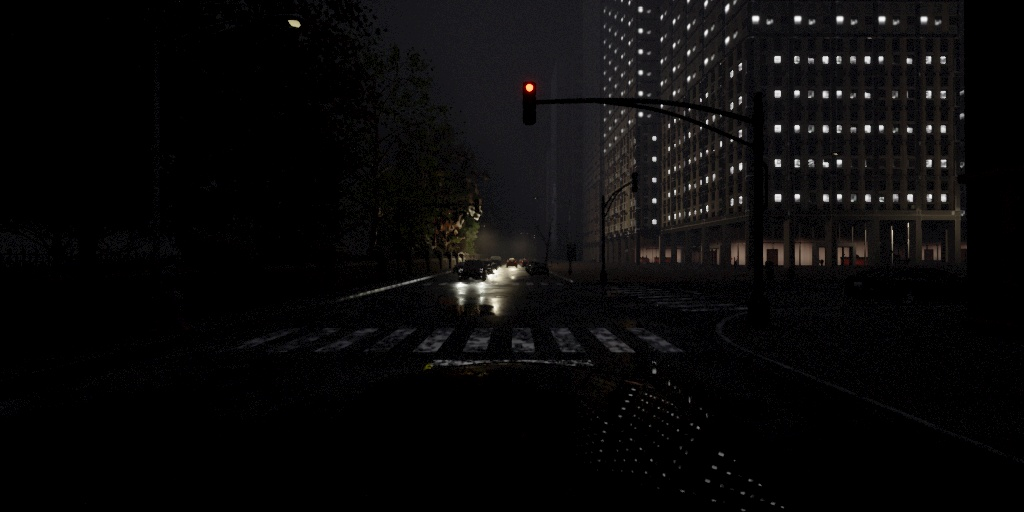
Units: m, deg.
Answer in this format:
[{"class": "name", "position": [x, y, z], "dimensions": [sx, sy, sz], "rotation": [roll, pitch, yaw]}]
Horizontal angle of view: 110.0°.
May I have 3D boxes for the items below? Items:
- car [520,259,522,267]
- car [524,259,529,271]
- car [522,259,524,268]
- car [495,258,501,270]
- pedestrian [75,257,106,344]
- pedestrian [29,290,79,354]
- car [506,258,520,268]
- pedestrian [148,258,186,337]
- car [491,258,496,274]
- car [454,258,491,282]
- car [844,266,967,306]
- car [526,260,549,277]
[{"class": "car", "position": [2.673, 1.337, 63.804], "dimensions": [1.888, 1.381, 4.507], "rotation": [0, 0, 0]}, {"class": "car", "position": [2.678, 1.334, 41.274], "dimensions": [1.948, 1.339, 4.313], "rotation": [0, 0, 0]}, {"class": "car", "position": [2.676, 1.339, 46.907], "dimensions": [1.948, 1.339, 4.313], "rotation": [0, 0, 0]}, {"class": "car", "position": [-3.103, 1.342, 51.828], "dimensions": [1.994, 1.385, 4.181], "rotation": [0, 0, 0]}, {"class": "pedestrian", "position": [-8.867, 0.892, 7.492], "dimensions": [0.375, 1.860, 0.375], "rotation": [0, 0, 0]}, {"class": "pedestrian", "position": [-8.806, 1.272, 6.781], "dimensions": [0.500, 1.100, 0.500], "rotation": [0, 0, 0]}, {"class": "car", "position": [-0.017, 1.267, 62.094], "dimensions": [1.882, 1.535, 5.008], "rotation": [0, 0, 0]}, {"class": "pedestrian", "position": [-7.887, 0.895, 8.197], "dimensions": [0.375, 1.860, 0.375], "rotation": [0, 0, 0]}, {"class": "car", "position": [-3.108, 1.274, 41.010], "dimensions": [1.837, 1.490, 4.892], "rotation": [0, 0, 0]}, {"class": "car", "position": [-3.106, 1.112, 29.089], "dimensions": [2.097, 1.767, 4.553], "rotation": [0, 0, 0]}, {"class": "car", "position": [14.681, 1.026, 13.062], "dimensions": [4.313, 1.339, 1.948], "rotation": [0, 0, 0]}, {"class": "car", "position": [2.679, 1.330, 35.642], "dimensions": [1.948, 1.339, 4.313], "rotation": [0, 0, 0]}]
